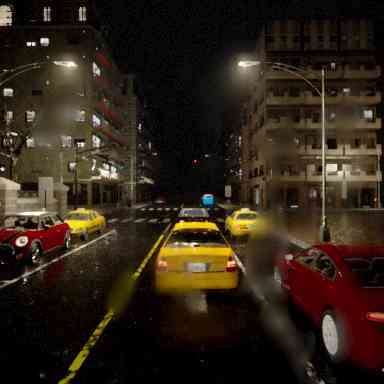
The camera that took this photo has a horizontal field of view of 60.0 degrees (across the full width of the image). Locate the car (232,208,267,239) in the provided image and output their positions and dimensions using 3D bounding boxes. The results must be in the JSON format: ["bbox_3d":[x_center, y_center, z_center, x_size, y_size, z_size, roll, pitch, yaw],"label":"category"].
[{"bbox_3d":[2.688,1.527,17.159,1.752,1.417,4.829,1,0,0],"label":"car"}]

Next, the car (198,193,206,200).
[{"bbox_3d":[2.651,1.249,89.007,2.192,1.841,5.009,1,0,0],"label":"car"}]

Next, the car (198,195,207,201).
[{"bbox_3d":[2.651,1.495,83.336,2.008,1.369,4.403,1,0,0],"label":"car"}]

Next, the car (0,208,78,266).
[{"bbox_3d":[-5.688,1.442,11.387,1.967,1.590,4.097,1,0,0],"label":"car"}]

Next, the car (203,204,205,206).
[{"bbox_3d":[0.096,1.603,19.616,1.895,1.301,4.718,0,0,0],"label":"car"}]

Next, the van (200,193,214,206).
[{"bbox_3d":[2.670,1.321,54.981,1.690,1.788,3.998,1,0,0],"label":"van"}]

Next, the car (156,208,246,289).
[{"bbox_3d":[0.094,1.458,9.127,1.801,1.575,5.366,0,0,0],"label":"car"}]

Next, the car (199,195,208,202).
[{"bbox_3d":[2.654,1.503,77.665,2.008,1.369,4.403,1,0,0],"label":"car"}]

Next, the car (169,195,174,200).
[{"bbox_3d":[-5.733,1.516,89.060,1.802,1.307,4.206,1,0,0],"label":"car"}]

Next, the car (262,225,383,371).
[{"bbox_3d":[2.694,1.546,5.755,1.887,1.381,4.507,1,0,0],"label":"car"}]

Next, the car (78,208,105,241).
[{"bbox_3d":[-5.692,1.527,16.831,1.752,1.417,4.829,1,0,0],"label":"car"}]

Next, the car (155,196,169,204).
[{"bbox_3d":[-5.717,1.556,60.705,1.802,1.307,4.206,1,0,0],"label":"car"}]
